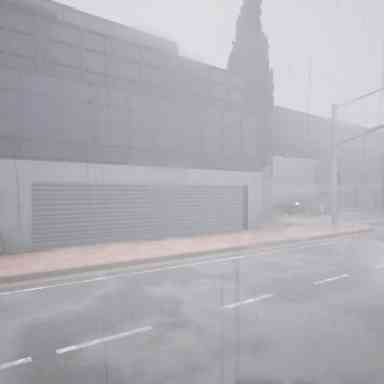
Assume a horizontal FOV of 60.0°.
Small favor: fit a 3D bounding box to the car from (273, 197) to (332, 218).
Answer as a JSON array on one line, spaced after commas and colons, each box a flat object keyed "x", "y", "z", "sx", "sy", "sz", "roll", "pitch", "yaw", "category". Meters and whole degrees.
[{"x": 9.700, "y": 1.492, "z": 30.366, "sx": 2.128, "sy": 1.511, "sz": 4.902, "roll": 0, "pitch": 0, "yaw": -37, "category": "car"}]

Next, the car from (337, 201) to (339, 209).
[{"x": 11.789, "y": 1.352, "z": 33.423, "sx": 2.097, "sy": 1.767, "sz": 4.553, "roll": 0, "pitch": 0, "yaw": -37, "category": "car"}]
